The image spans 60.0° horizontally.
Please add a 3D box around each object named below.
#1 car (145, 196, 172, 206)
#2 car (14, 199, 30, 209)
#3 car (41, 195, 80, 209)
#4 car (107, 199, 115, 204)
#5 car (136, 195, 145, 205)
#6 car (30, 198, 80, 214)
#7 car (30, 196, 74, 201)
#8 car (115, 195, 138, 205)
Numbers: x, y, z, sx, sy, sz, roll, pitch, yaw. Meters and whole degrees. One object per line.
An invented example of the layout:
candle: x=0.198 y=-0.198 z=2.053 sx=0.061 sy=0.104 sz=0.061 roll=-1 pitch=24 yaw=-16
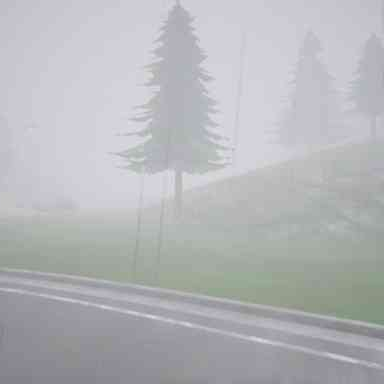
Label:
car: x=-5.093 y=1.490 z=54.688 sx=1.882 sy=1.535 sz=5.008 roll=0 pitch=0 yaw=26
car: x=-21.292 y=1.501 z=45.316 sx=2.033 sy=1.411 sz=5.357 roll=0 pitch=0 yaw=26
car: x=-17.645 y=1.317 z=44.858 sx=2.097 sy=1.767 sz=4.553 roll=0 pitch=0 yaw=26
car: x=-13.480 y=1.644 z=61.412 sx=1.895 sy=1.301 sz=4.718 roll=0 pitch=0 yaw=26
car: x=-7.262 y=1.608 z=58.194 sx=1.895 sy=1.301 sz=4.718 roll=0 pitch=0 yaw=26
car: x=-14.343 y=1.572 z=35.615 sx=1.895 sy=1.301 sz=4.718 roll=0 pitch=0 yaw=26
car: x=-16.292 y=1.319 z=39.618 sx=2.097 sy=1.767 sz=4.553 roll=0 pitch=0 yaw=26
car: x=-10.877 y=1.347 z=58.785 sx=2.097 sy=1.767 sz=4.553 roll=0 pitch=0 yaw=26
